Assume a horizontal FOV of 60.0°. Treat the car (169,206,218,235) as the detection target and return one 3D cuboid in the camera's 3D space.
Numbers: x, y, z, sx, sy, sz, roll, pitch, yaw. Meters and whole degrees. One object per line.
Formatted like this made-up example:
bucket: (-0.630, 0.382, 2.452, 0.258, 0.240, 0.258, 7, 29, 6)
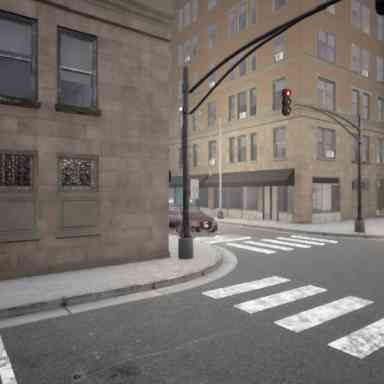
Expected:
car: (-0.465, 1.476, 17.927, 1.994, 1.385, 4.181, 0, 0, -36)
